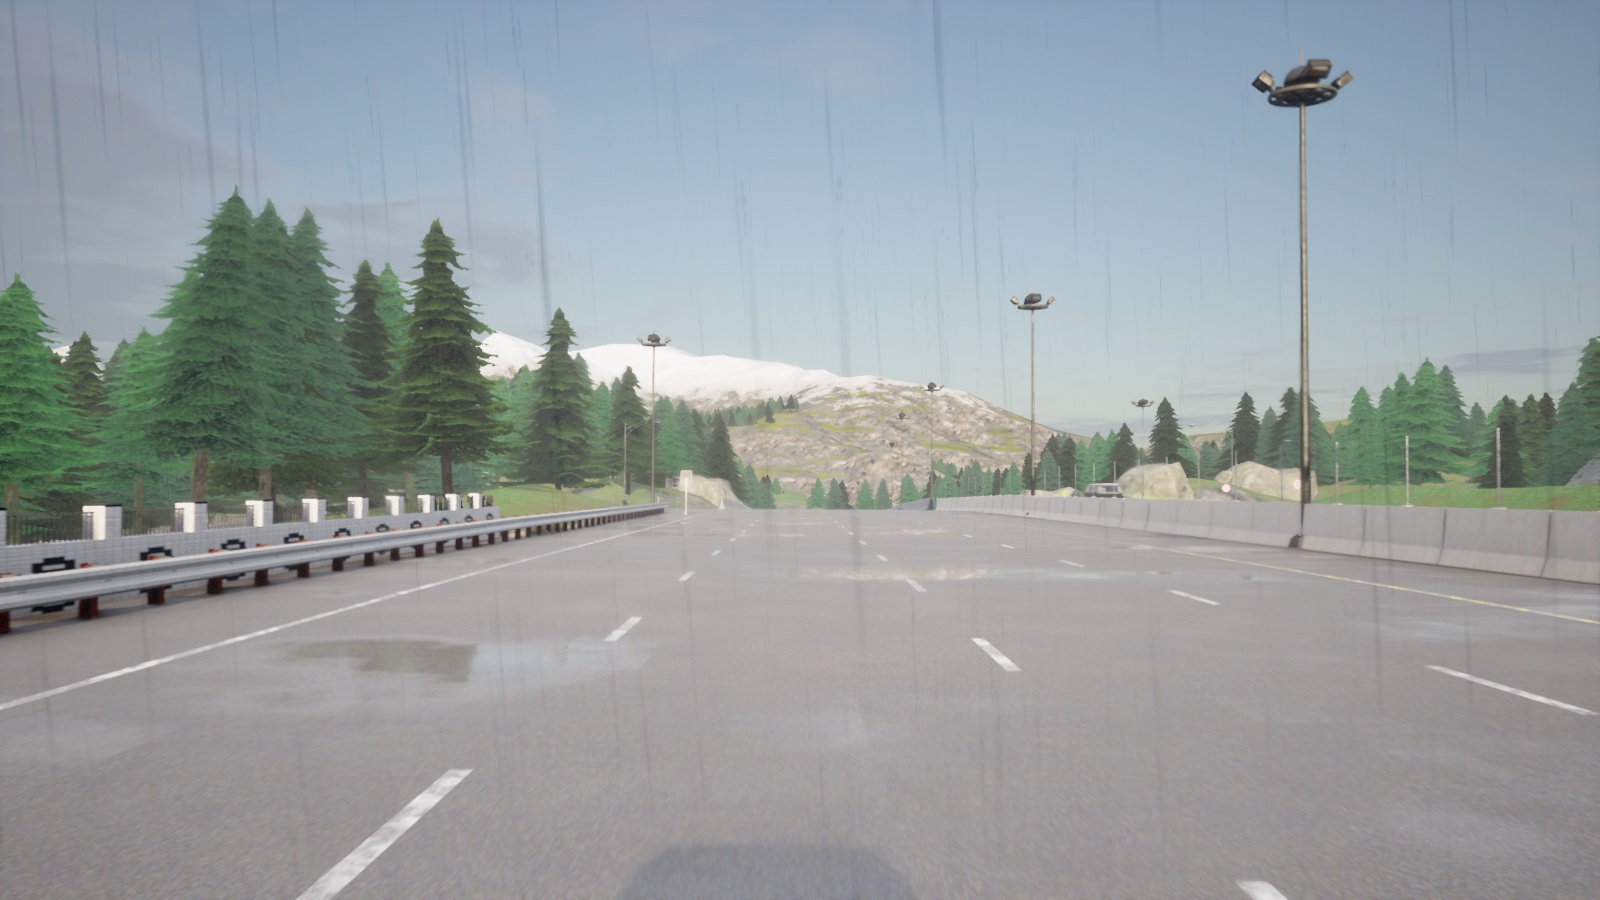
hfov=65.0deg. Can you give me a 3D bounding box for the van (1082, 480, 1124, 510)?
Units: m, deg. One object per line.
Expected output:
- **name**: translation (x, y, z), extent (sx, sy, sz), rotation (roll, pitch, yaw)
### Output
- **van**: translation (20.794, 3.107, 86.391), extent (1.775, 1.987, 4.442), rotation (0, -2, 0)
